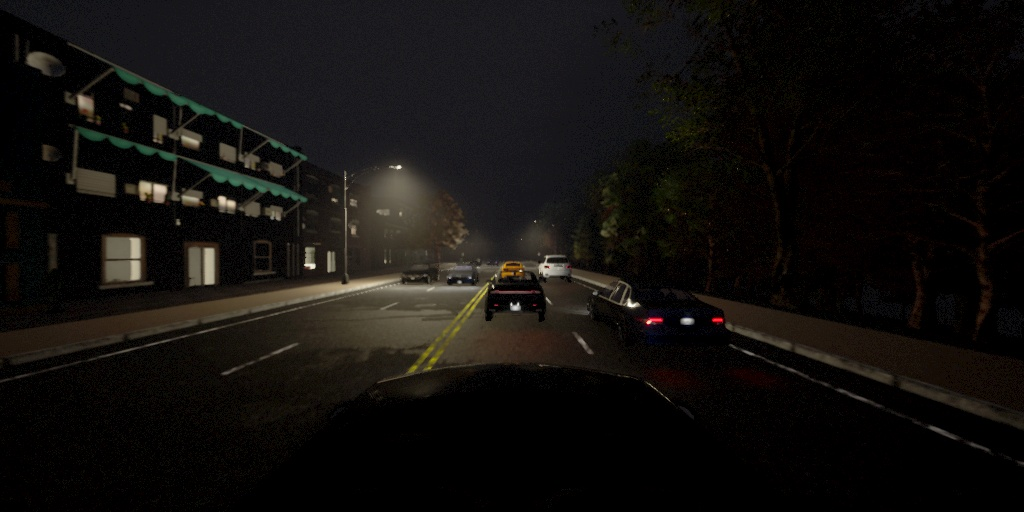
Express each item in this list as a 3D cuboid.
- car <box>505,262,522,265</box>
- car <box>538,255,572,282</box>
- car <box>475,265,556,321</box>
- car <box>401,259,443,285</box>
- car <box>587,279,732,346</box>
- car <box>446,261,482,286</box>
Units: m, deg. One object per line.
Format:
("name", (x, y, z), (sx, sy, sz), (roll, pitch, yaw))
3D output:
("car", (0.098, 1.223, 30.864), (1.882, 1.535, 5.008), (0, 0, 0))
("car", (3.346, 0.967, 28.623), (2.150, 2.045, 5.566), (0, 0, 0))
("car", (0.099, 1.240, 12.494), (2.128, 1.511, 4.902), (0, 0, 0))
("car", (-6.601, 1.224, 26.335), (1.882, 1.535, 5.008), (0, 0, 0))
("car", (3.349, 1.296, 9.353), (2.033, 1.411, 5.357), (0, 0, 0))
("car", (-3.353, 1.293, 25.650), (2.033, 1.411, 5.357), (0, 0, 0))
